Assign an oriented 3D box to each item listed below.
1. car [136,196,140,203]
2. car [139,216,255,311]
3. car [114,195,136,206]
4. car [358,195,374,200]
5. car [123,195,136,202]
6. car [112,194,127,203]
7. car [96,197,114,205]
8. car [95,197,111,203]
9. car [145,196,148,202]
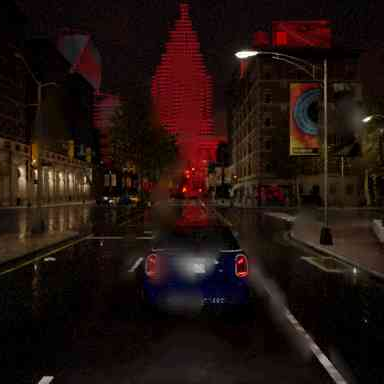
[{"bbox_3d":[-11.296,1.478,65.885,1.882,1.535,5.008,0,0,1],"label":"car"},{"bbox_3d":[0.102,1.352,7.902,2.097,1.767,4.553,0,0,0],"label":"car"},{"bbox_3d":[-11.383,1.526,56.738,1.812,1.442,4.674,0,0,0],"label":"car"},{"bbox_3d":[34.687,1.481,68.621,2.231,1.521,4.892,0,0,0],"label":"car"},{"bbox_3d":[-14.723,1.525,78.423,2.128,1.511,4.902,0,0,0],"label":"car"},{"bbox_3d":[-14.760,1.352,68.022,2.097,1.767,4.553,0,0,0],"label":"car"},{"bbox_3d":[-14.873,1.547,57.912,2.033,1.411,5.357,0,0,0],"label":"car"},{"bbox_3d":[-18.012,1.595,67.415,1.895,1.301,4.718,0,0,0],"label":"car"},{"bbox_3d":[-11.232,1.553,75.758,1.994,1.385,4.181,0,0,0],"label":"car"}]
